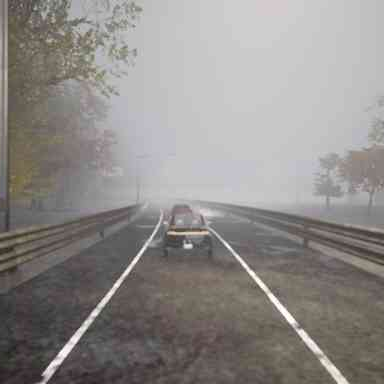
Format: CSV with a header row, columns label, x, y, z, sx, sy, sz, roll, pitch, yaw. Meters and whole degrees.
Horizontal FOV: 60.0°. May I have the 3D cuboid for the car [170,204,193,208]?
label,x,y,z,sx,sy,sz,roll,pitch,yaw
car,-0.950,1.765,29.383,1.882,1.535,5.008,0,0,-3

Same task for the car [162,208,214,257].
label,x,y,z,sx,sy,sz,roll,pitch,yaw
car,-0.190,1.625,13.589,2.128,1.511,4.902,0,0,-1
